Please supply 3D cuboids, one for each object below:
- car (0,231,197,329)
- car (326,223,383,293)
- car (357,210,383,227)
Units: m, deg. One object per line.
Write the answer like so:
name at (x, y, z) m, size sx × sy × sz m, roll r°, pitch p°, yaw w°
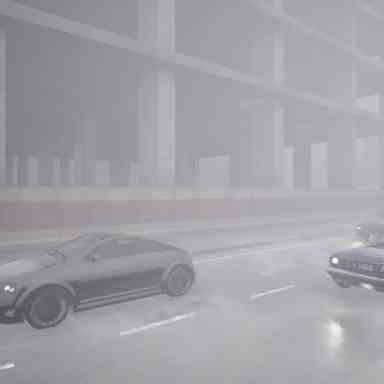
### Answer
car at (-1.942, 1.563, 6.976) m, size 4.181 × 1.385 × 1.994 m, roll 0°, pitch 0°, yaw -37°
car at (5.301, 1.601, 8.080) m, size 4.718 × 1.301 × 1.895 m, roll 0°, pitch 0°, yaw -37°
car at (10.035, 1.547, 16.117) m, size 5.357 × 1.411 × 2.033 m, roll 0°, pitch 0°, yaw -37°
